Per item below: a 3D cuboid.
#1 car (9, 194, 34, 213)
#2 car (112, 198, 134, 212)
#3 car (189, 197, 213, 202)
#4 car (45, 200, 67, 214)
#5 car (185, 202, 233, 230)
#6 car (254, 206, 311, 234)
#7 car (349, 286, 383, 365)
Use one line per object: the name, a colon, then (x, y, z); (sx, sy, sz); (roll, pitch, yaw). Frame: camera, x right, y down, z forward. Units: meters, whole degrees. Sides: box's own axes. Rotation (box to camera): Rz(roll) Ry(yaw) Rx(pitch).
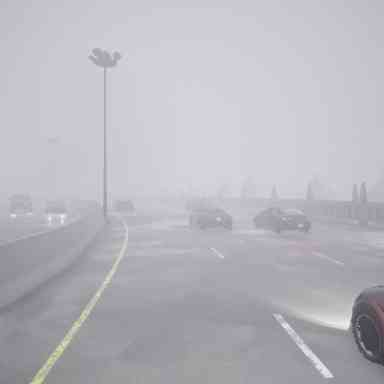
car: (-19.057, 1.221, 37.280); (2.150, 2.045, 5.566); (0, 0, -25)
car: (-7.973, 1.490, 38.426); (2.128, 1.511, 4.902); (0, 0, -23)
car: (0.816, 1.351, 35.058); (2.097, 1.767, 4.553); (0, 0, -19)
car: (-14.251, 1.563, 34.832); (1.994, 1.385, 4.181); (0, 0, -23)
car: (1.103, 1.563, 21.189); (1.994, 1.385, 4.181); (0, 0, -12)
car: (5.100, 1.525, 19.155); (1.812, 1.442, 4.674); (0, 0, -10)
car: (3.355, 1.564, 3.216); (1.994, 1.385, 4.181); (0, 0, -2)
